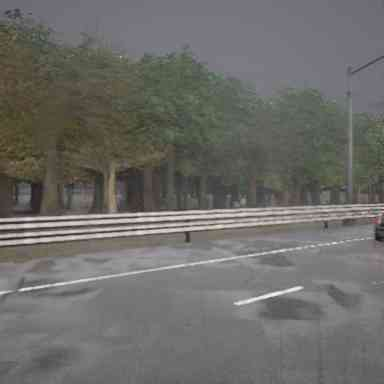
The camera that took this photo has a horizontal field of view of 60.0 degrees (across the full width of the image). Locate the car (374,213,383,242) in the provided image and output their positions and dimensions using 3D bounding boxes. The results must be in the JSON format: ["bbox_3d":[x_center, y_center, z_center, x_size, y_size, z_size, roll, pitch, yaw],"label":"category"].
[{"bbox_3d":[10.280,1.331,14.957,4.553,1.767,2.097,0,1,-33],"label":"car"}]
